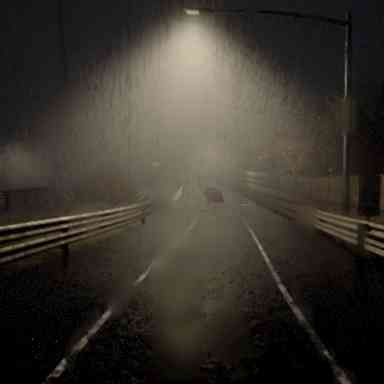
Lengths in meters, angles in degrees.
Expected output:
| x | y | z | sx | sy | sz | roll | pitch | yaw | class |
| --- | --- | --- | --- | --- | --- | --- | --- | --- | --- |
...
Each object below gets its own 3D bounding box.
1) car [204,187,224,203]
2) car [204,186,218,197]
| x | y | z | sx | sy | sz | roll | pitch | yaw | class |
| --- | --- | --- | --- | --- | --- | --- | --- | --- | --- |
| 2.925 | 0.541 | 42.221 | 1.882 | 1.535 | 5.008 | 1 | 3 | 1 | car |
| 2.984 | -0.135 | 52.610 | 1.812 | 1.442 | 4.674 | 0 | 5 | -1 | car |
